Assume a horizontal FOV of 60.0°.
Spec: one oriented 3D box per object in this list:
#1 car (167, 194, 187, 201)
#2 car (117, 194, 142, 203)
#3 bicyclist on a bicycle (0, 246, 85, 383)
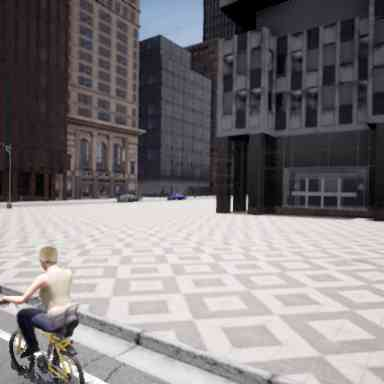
[{"bbox_3d":[-3.051,1.100,68.551,1.882,1.535,5.008,1,1,35],"label":"car"},{"bbox_3d":[-10.760,1.173,57.592,2.128,1.511,4.902,1,1,36],"label":"car"},{"bbox_3d":[-1.693,1.420,3.805,1.509,1.612,0.866,0,0,36],"label":"bicyclist on a bicycle"}]
